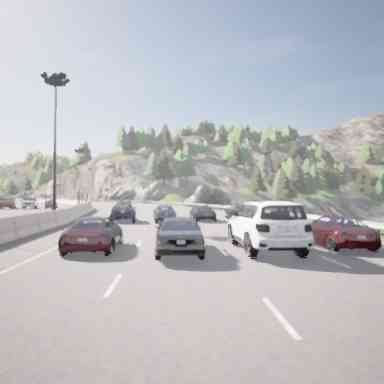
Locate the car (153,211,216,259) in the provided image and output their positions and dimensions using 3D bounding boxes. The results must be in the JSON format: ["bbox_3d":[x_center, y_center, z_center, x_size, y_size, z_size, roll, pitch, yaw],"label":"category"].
[{"bbox_3d":[-0.527,1.695,13.275,2.033,1.411,5.357,0,-1,-4],"label":"car"}]

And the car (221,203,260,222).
[{"bbox_3d":[4.373,1.834,30.925,2.128,1.511,4.902,0,0,-9],"label":"car"}]

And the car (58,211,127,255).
[{"bbox_3d":[-4.107,1.721,14.027,1.994,1.385,4.181,0,-1,-4],"label":"car"}]

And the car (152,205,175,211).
[{"bbox_3d":[-2.380,1.867,28.890,2.033,1.411,5.357,0,-1,-9],"label":"car"}]

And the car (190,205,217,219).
[{"bbox_3d":[0.909,1.901,30.417,1.994,1.385,4.181,0,-1,-10],"label":"car"}]

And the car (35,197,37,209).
[{"bbox_3d":[-27.668,1.850,56.829,2.150,2.045,5.566,0,-1,-19],"label":"car"}]

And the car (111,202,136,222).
[{"bbox_3d":[-5.991,1.675,29.235,2.097,1.767,4.553,0,-1,-9],"label":"car"}]

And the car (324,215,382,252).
[{"bbox_3d":[6.365,1.728,14.774,1.994,1.385,4.181,0,-1,-4],"label":"car"}]

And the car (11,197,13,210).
[{"bbox_3d":[-30.878,1.835,55.416,2.150,2.045,5.566,0,-1,-19],"label":"car"}]

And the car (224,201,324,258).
[{"bbox_3d":[2.959,1.376,13.599,2.150,2.045,5.566,0,0,-4],"label":"car"}]
